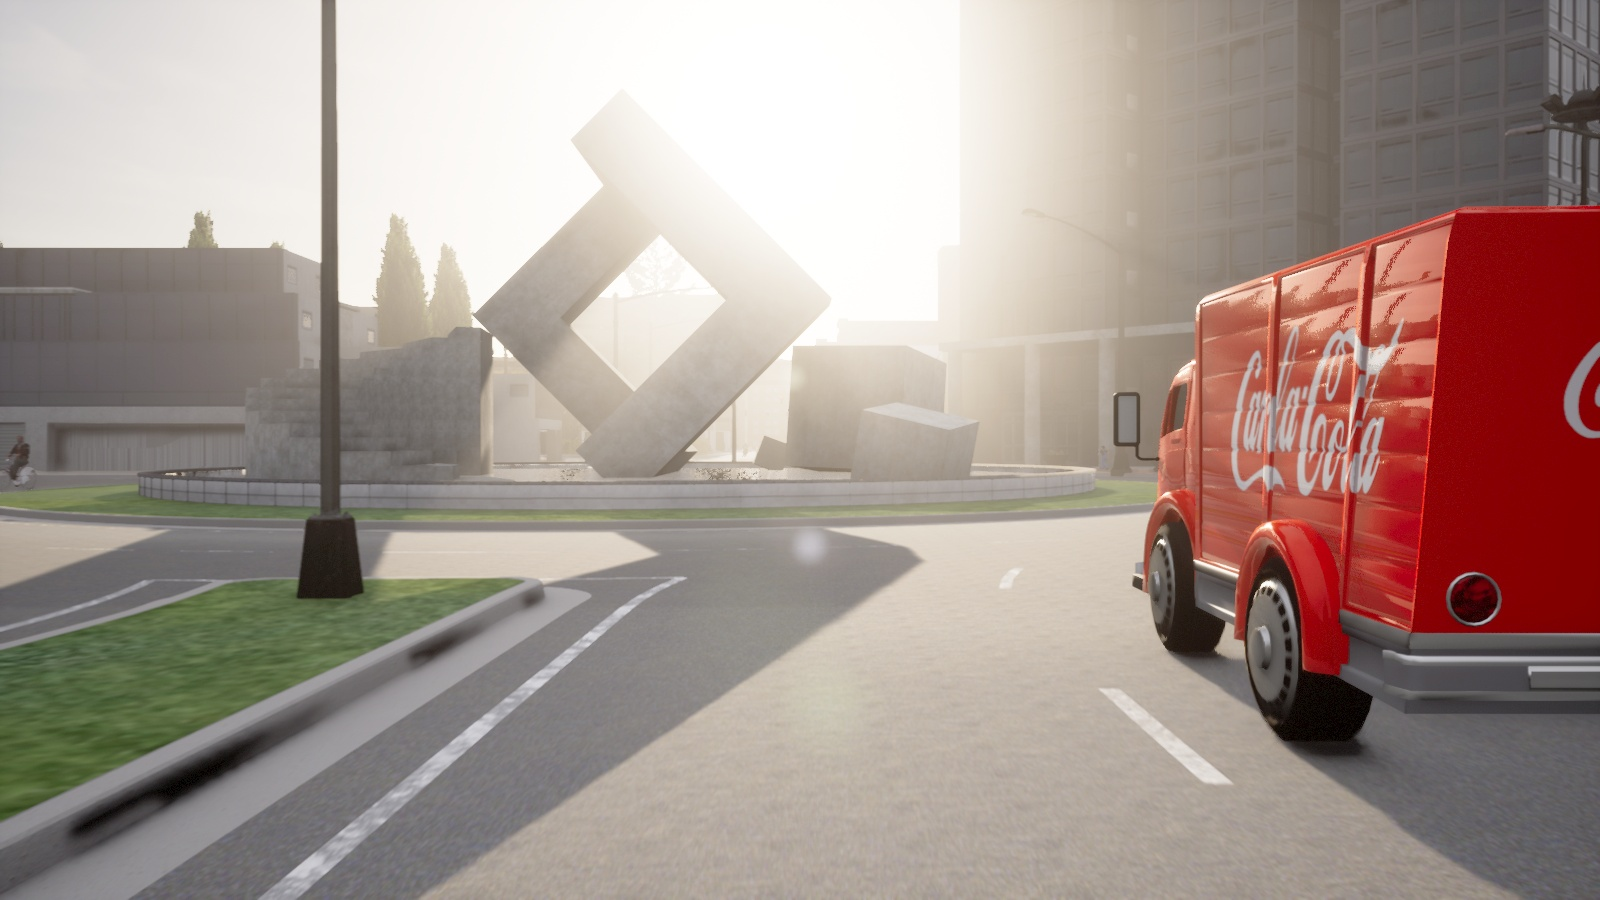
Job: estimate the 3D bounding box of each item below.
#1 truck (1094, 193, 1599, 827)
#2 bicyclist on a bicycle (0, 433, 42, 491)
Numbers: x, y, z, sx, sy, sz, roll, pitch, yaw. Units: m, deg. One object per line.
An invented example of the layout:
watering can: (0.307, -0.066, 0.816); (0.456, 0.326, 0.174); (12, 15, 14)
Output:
truck: (3.625, 0.221, 7.475); (2.627, 2.467, 5.204); (0, 0, 1)
bicyclist on a bicycle: (-24.872, 0.372, 39.628); (0.659, 1.776, 1.843); (1, 0, 5)
